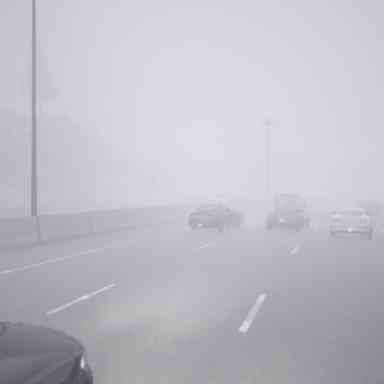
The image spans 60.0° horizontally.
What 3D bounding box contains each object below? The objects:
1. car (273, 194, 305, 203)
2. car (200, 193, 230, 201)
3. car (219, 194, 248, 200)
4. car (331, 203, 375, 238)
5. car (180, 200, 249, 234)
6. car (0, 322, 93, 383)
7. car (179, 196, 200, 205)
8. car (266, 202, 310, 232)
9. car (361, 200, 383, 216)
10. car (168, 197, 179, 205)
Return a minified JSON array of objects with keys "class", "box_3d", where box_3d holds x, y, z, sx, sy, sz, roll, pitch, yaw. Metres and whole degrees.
[{"class":"car","box_3d":[10.029,1.188,34.116,2.150,2.045,5.566,0,0,33]},{"class":"car","box_3d":[4.098,1.175,50.245,2.150,2.045,5.566,0,0,37]},{"class":"car","box_3d":[6.482,1.450,47.578,2.128,1.511,4.902,0,0,37]},{"class":"car","box_3d":[8.410,1.509,17.507,1.812,1.442,4.674,0,0,27]},{"class":"car","box_3d":[1.507,1.474,19.324,2.128,1.511,4.902,0,0,26]},{"class":"car","box_3d":[-2.356,1.488,1.263,2.128,1.511,4.902,0,0,19]},{"class":"car","box_3d":[0.715,1.446,51.546,2.128,1.511,4.902,0,0,37]},{"class":"car","box_3d":[5.932,1.545,20.309,1.994,1.385,4.181,0,0,27]},{"class":"car","box_3d":[17.303,1.518,32.409,2.033,1.411,5.357,0,0,35]},{"class":"car","box_3d":[-1.545,1.499,54.385,2.033,1.411,5.357,0,0,37]}]
